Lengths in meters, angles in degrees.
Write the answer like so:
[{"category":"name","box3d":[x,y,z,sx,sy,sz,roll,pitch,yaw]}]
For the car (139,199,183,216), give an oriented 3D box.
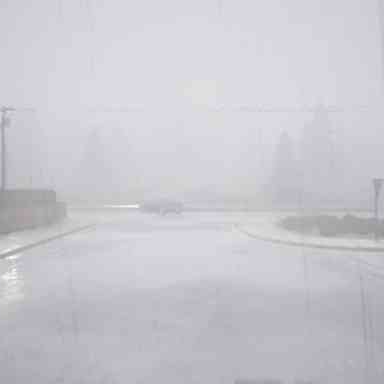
[{"category":"car","box3d":[-2.891,1.332,30.133,2.128,1.511,4.902,1,0,-42]}]
